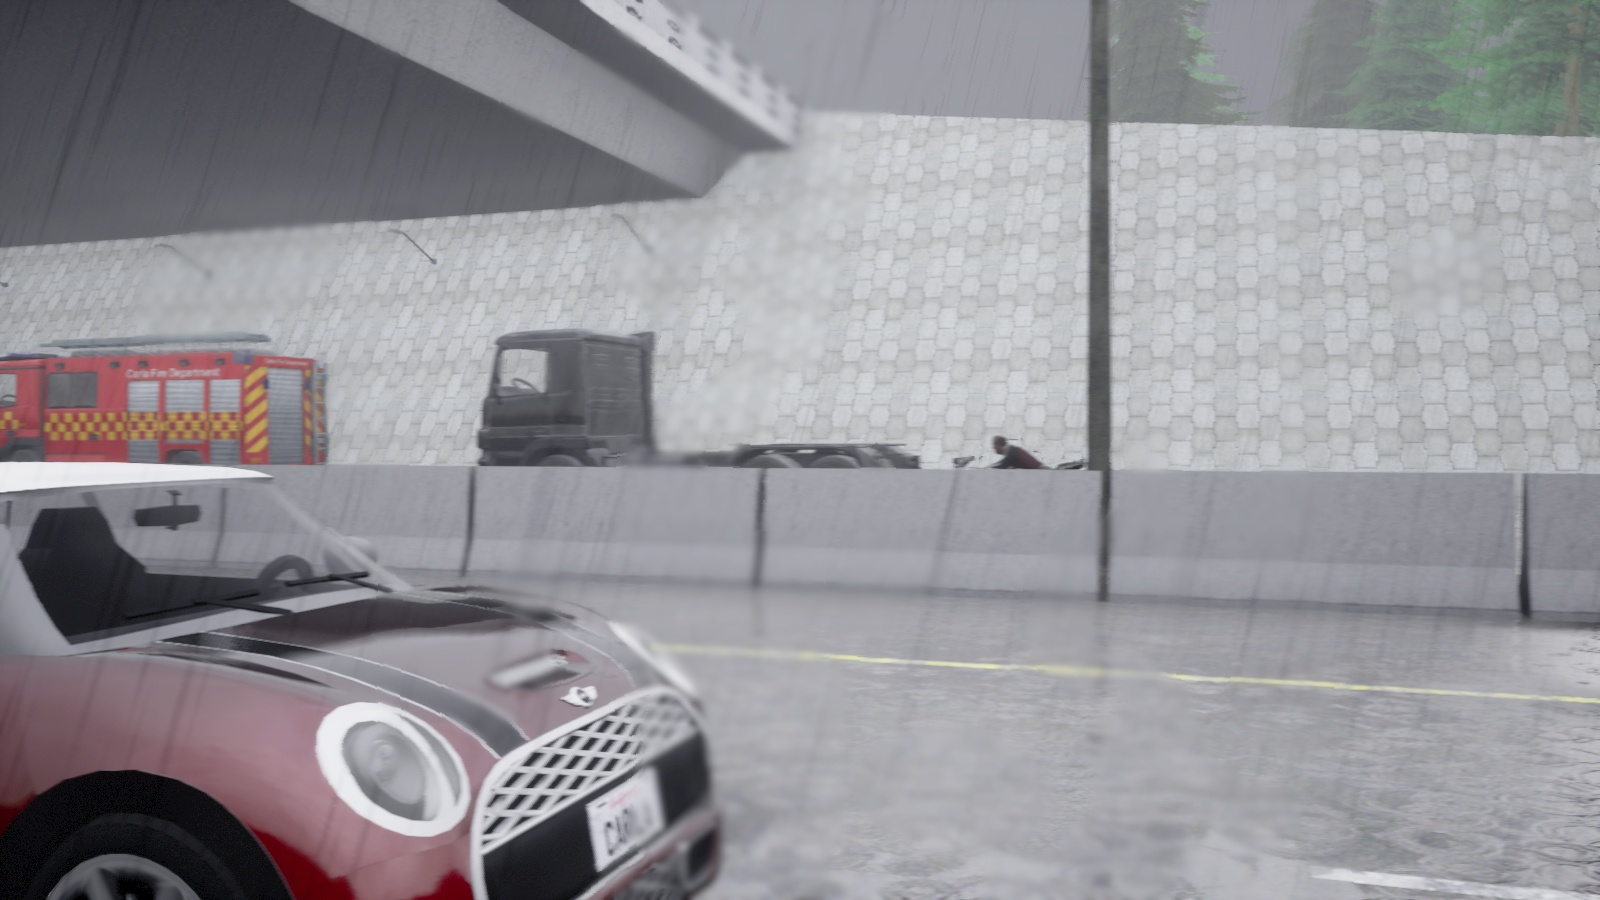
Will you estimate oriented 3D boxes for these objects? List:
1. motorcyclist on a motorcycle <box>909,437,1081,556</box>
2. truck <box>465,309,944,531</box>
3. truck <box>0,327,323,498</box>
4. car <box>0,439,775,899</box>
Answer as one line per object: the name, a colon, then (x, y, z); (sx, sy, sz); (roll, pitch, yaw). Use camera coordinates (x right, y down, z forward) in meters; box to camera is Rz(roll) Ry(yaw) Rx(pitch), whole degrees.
motorcyclist on a motorcycle: (2.651, 0.598, 17.071); (2.191, 1.530, 0.866); (0, 1, 19)
truck: (-1.666, -0.517, 22.201); (7.936, 3.462, 2.891); (1, 1, 19)
truck: (-16.184, -0.893, 30.776); (8.468, 3.827, 2.891); (0, 1, 19)
car: (-2.205, 0.720, 3.934); (3.806, 1.475, 1.970); (1, 1, 19)
